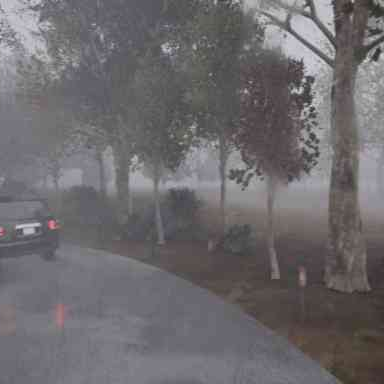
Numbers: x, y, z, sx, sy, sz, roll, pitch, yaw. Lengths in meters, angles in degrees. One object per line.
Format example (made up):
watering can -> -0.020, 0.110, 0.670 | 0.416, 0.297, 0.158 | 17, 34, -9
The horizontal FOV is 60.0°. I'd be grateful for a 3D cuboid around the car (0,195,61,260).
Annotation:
car -> -6.413, 1.133, 10.911 | 5.566, 2.045, 2.150 | 1, 3, 43
